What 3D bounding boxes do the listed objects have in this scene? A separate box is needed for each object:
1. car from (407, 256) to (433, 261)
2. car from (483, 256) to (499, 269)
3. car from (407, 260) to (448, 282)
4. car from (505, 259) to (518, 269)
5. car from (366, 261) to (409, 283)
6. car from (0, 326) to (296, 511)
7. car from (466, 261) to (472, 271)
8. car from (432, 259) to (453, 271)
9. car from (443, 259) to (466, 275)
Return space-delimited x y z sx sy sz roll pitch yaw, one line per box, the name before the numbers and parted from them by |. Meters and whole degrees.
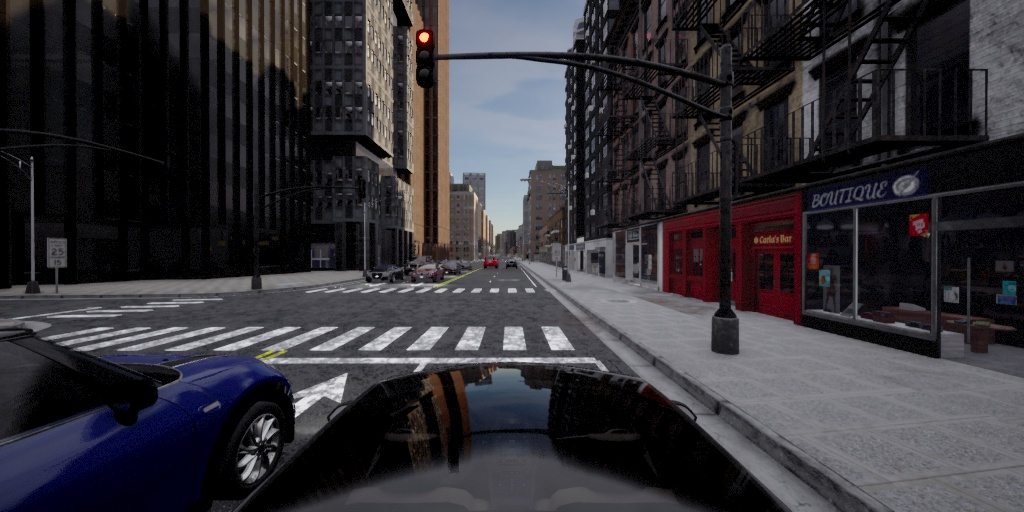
car | -9.941 0.981 38.815 2.150 2.045 5.566 0 0 0
car | -3.407 0.987 58.079 2.150 2.045 5.566 0 0 0
car | -6.667 1.281 28.767 1.812 1.442 4.674 0 0 0
car | -0.061 1.271 58.898 1.837 1.490 4.892 0 0 0
car | -9.907 1.320 28.359 1.994 1.385 4.181 0 0 1
car | -3.145 1.102 1.620 2.097 1.767 4.553 0 0 0
car | -6.710 1.327 49.847 1.994 1.385 4.181 0 0 1
car | -9.970 1.256 51.667 2.128 1.511 4.902 0 0 0
car | -6.697 1.307 39.409 2.033 1.411 5.357 0 0 0
